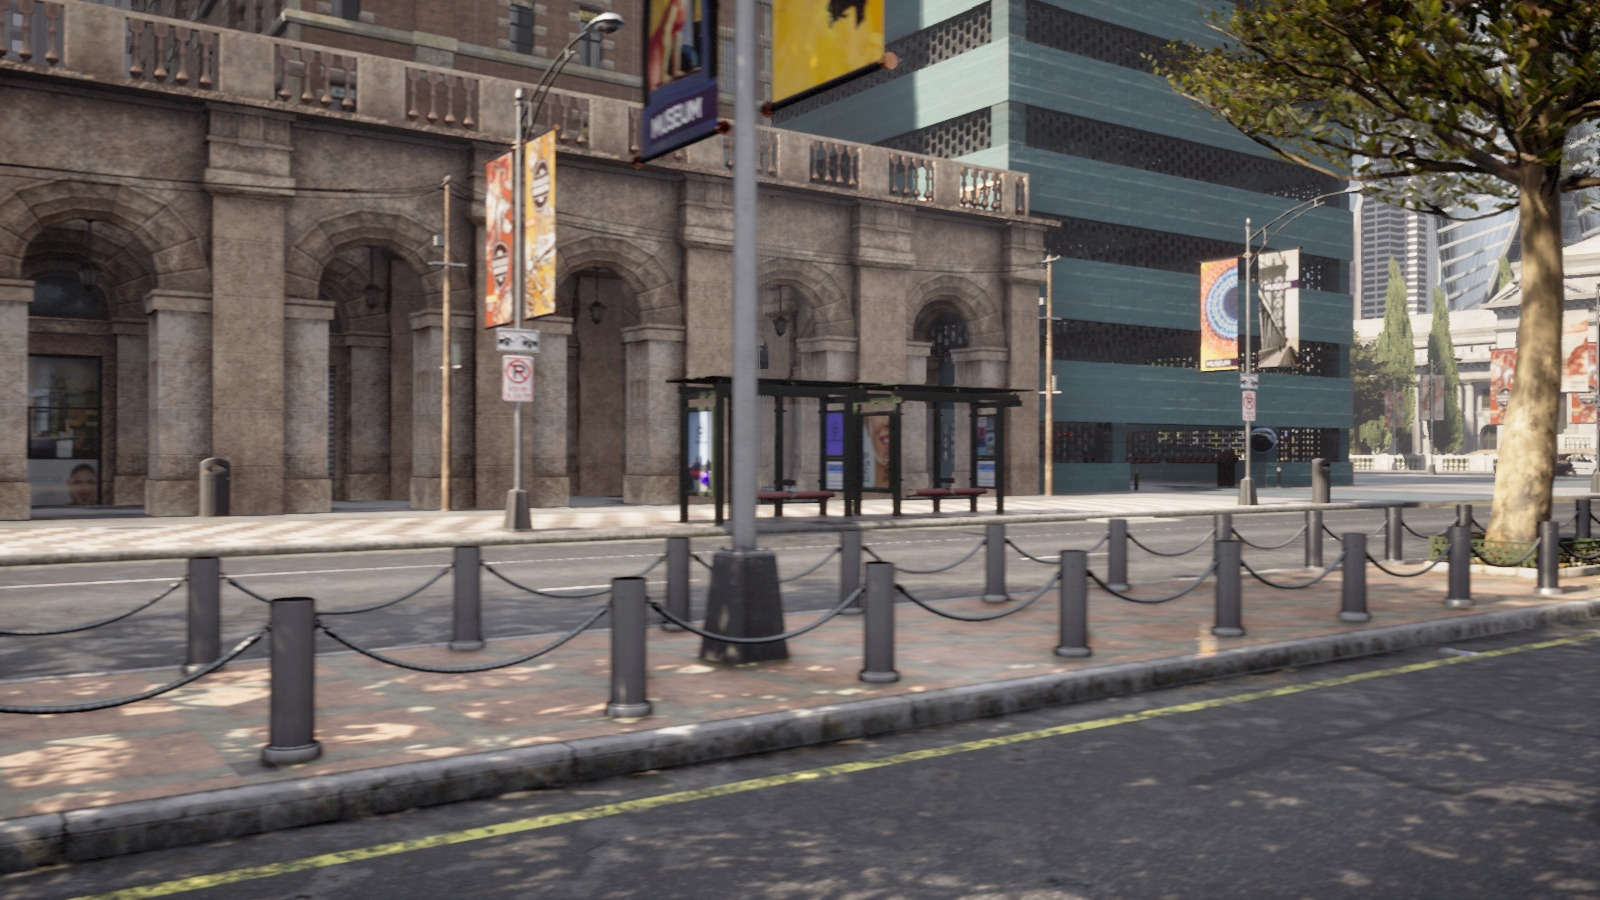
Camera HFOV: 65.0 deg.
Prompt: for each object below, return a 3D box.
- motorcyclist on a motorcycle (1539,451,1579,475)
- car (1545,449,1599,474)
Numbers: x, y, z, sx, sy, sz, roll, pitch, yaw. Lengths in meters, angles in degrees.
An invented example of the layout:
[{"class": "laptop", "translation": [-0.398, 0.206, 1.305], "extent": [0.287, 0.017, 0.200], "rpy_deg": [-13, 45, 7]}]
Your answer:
[{"class": "motorcyclist on a motorcycle", "translation": [47.809, 0.820, 79.108], "extent": [0.797, 1.523, 2.044], "rpy_deg": [0, 0, -35]}, {"class": "car", "translation": [50.667, 0.735, 81.128], "extent": [1.851, 1.617, 3.988], "rpy_deg": [0, 0, -35]}]
